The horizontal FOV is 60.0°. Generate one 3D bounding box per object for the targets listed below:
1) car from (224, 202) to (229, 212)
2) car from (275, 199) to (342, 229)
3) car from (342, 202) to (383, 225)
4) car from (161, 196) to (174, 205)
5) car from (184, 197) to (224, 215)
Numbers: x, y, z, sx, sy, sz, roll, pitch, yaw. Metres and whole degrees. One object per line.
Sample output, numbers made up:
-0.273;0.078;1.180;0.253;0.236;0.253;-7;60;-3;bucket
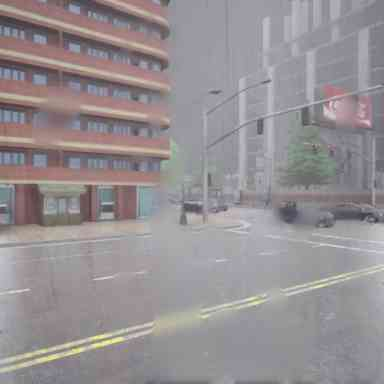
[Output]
2.127;1.352;38.043;2.097;1.767;4.553;0;0;-35;car
7.159;1.351;21.469;2.097;1.767;4.553;0;0;-10;car
11.897;1.492;24.089;2.128;1.511;4.902;0;0;-35;car
-4.919;1.526;60.662;1.812;1.442;4.674;0;0;-35;car
0.787;1.526;33.880;1.812;1.442;4.674;0;0;-35;car
